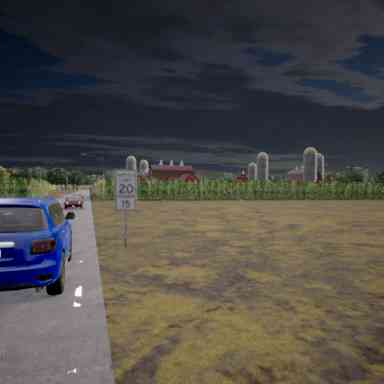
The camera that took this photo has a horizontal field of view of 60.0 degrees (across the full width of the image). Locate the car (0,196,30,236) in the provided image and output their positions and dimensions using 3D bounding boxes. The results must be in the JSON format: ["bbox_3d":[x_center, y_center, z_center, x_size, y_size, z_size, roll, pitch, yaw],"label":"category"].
[{"bbox_3d":[-10.057,1.134,17.470,2.097,1.767,4.553,0,1,-17],"label":"car"}]

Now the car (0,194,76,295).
[{"bbox_3d":[-4.228,1.130,8.279,2.150,2.045,5.566,0,1,-17],"label":"car"}]

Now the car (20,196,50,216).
[{"bbox_3d":[-13.690,1.169,29.241,1.812,1.442,4.674,0,1,-17],"label":"car"}]

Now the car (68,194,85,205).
[{"bbox_3d":[-16.117,0.998,46.659,2.033,1.411,5.357,0,1,-17],"label":"car"}]

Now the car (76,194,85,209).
[{"bbox_3d":[-13.093,1.170,37.055,1.895,1.301,4.718,0,1,-17],"label":"car"}]
